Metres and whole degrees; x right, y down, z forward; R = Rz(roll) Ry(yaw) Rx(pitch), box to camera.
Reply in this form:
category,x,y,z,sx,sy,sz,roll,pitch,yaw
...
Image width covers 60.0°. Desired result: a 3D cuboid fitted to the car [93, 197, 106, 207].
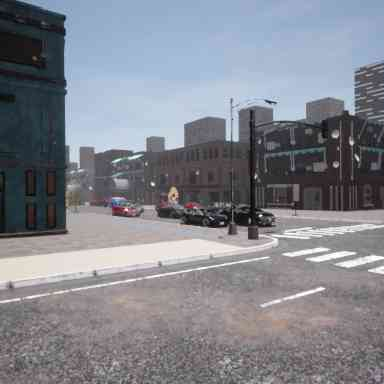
category,x,y,z,sx,sy,sz,roll,pitch,yaw
car,-16.446,1.939,63.440,2.192,1.841,5.009,-1,0,-36

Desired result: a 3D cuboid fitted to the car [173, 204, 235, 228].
category,x,y,z,sx,sy,sz,roll,pitch,yaw
car,0.797,1.814,24.686,1.947,1.339,4.313,-2,0,-36

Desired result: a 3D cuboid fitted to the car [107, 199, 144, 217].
category,x,y,z,sx,sy,sz,roll,pitch,yaw
car,-7.173,1.846,36.048,1.967,1.590,4.097,-1,0,-36

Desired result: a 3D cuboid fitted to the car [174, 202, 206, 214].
category,x,y,z,sx,sy,sz,roll,pitch,yaw
car,-0.353,1.903,40.921,1.802,1.307,4.206,-2,0,-36

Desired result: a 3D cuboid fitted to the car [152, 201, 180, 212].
category,x,y,z,sx,sy,sz,roll,pitch,yaw
car,-3.569,1.965,45.425,1.802,1.307,4.206,-2,0,-36

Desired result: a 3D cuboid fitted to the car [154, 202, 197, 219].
category,x,y,z,sx,sy,sz,roll,pitch,yaw
car,-1.760,1.879,32.961,1.994,1.385,4.181,-1,0,-35

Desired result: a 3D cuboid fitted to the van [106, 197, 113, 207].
category,x,y,z,sx,sy,sz,roll,pitch,yaw
van,-13.228,1.906,58.936,1.690,1.788,3.998,-1,0,-36

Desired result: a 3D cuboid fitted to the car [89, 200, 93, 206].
category,x,y,z,sx,sy,sz,roll,pitch,yaw
car,-19.659,2.227,67.944,1.887,1.381,4.507,-1,0,-36

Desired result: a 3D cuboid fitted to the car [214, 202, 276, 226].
category,x,y,z,sx,sy,sz,roll,pitch,yaw
car,4.017,1.705,24.800,1.837,1.490,4.892,-1,0,-34
